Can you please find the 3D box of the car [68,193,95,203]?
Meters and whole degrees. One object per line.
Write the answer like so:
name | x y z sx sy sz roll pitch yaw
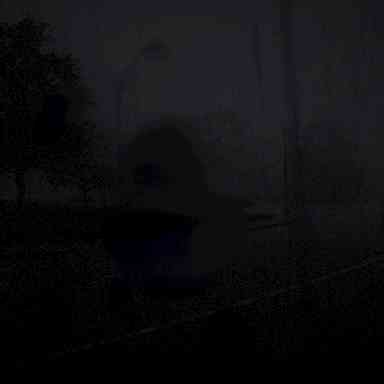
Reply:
car | -16.431 0.879 49.394 4.674 1.442 1.812 2 3 34

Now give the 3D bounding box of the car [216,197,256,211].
car | 4.372 1.267 35.482 4.902 1.511 2.128 1 2 34
